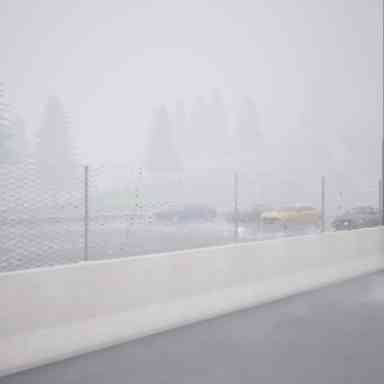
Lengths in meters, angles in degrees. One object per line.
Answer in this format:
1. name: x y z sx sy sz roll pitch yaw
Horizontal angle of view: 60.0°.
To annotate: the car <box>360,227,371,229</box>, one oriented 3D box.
1. car: 10.325 1.601 19.933 4.181 1.385 1.994 0 0 -35
